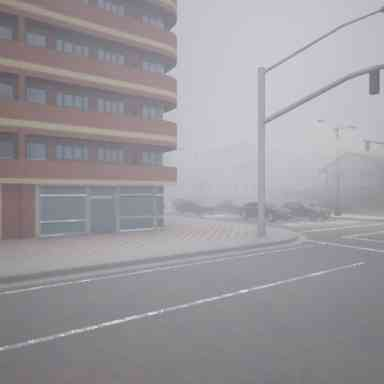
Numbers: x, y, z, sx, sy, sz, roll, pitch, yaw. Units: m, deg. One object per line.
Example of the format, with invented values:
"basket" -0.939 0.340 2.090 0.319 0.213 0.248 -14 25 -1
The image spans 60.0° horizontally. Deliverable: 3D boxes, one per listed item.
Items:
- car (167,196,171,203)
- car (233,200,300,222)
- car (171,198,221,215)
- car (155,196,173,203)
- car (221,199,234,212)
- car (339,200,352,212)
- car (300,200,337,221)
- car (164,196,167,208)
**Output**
"car" -0.854 1.505 42.582 1.837 1.490 4.892 0 0 -35
"car" 5.828 1.505 26.696 1.837 1.490 4.892 0 0 -34
"car" 0.306 1.545 34.726 2.033 1.411 5.357 0 0 -34
"car" -5.988 1.562 70.631 1.994 1.385 4.181 0 0 -35
"car" 4.329 1.526 35.072 1.812 1.442 4.674 0 0 -34
"car" 16.222 1.564 38.421 1.994 1.385 4.181 0 0 -35
"car" 9.264 1.526 27.901 1.812 1.442 4.674 0 0 -34
"car" -5.407 1.547 43.025 2.033 1.411 5.357 0 0 -34
